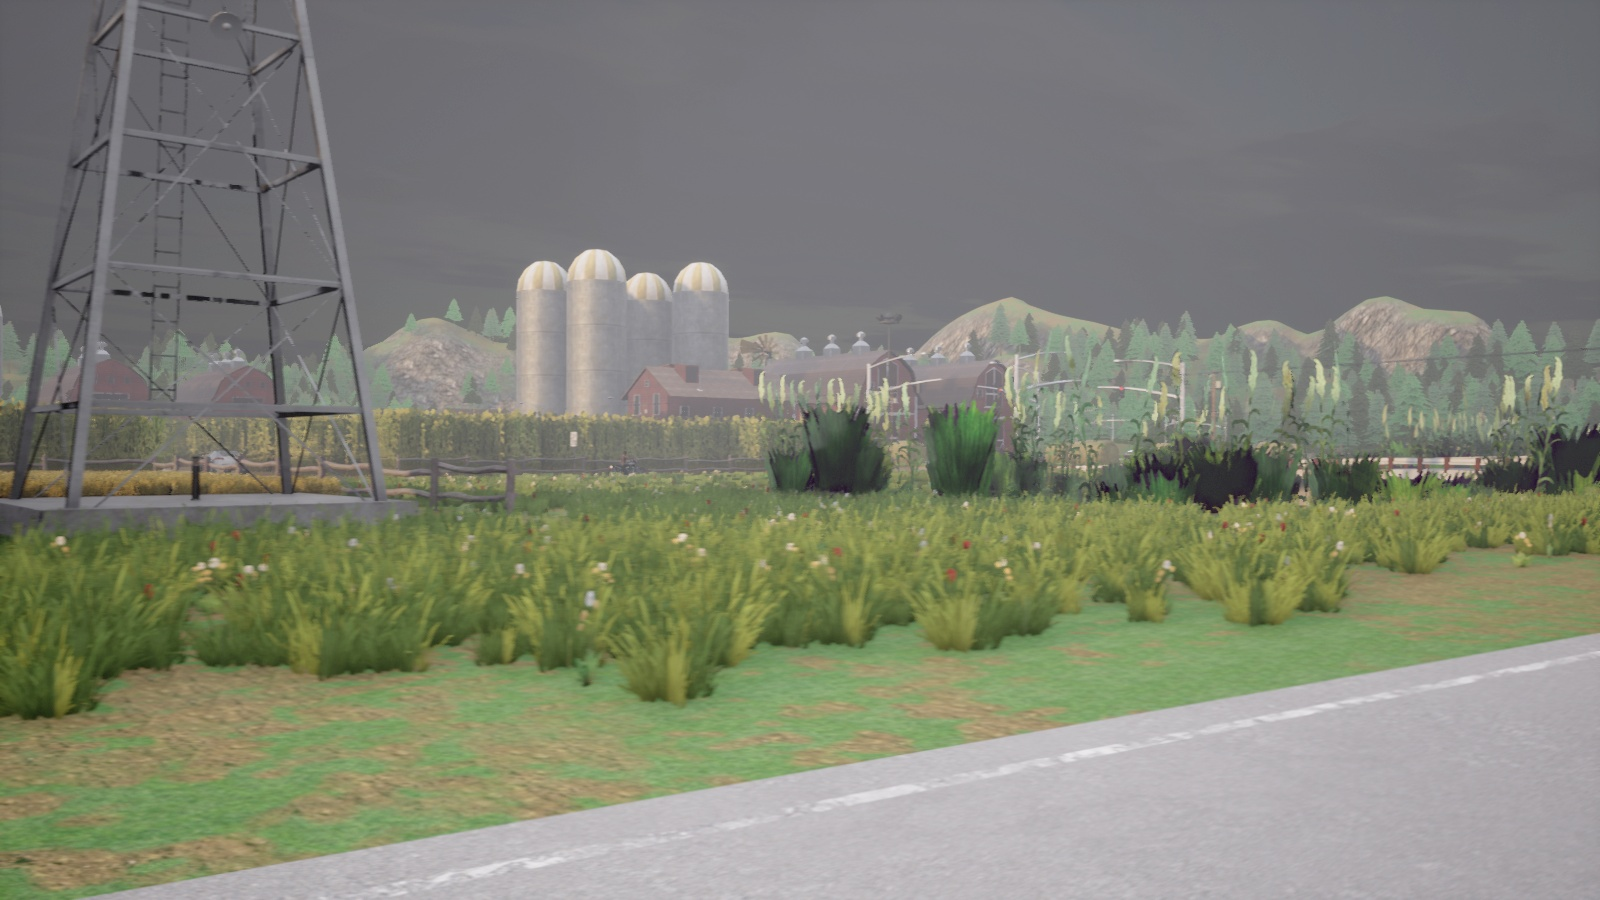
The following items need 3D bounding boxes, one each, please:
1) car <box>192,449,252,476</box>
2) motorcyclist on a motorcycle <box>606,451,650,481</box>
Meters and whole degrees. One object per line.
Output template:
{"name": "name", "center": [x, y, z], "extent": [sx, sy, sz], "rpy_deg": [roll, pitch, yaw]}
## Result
{"name": "car", "center": [-36.630, 0.795, 79.500], "extent": [2.152, 1.651, 5.027], "rpy_deg": [0, 0, -40]}
{"name": "motorcyclist on a motorcycle", "center": [-9.566, 0.885, 69.820], "extent": [2.350, 1.649, 0.766], "rpy_deg": [0, 0, -40]}
